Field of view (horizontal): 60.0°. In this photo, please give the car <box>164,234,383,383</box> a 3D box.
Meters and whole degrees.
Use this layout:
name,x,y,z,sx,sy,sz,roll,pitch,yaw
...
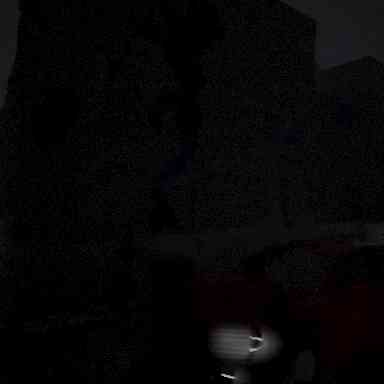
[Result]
name,x,y,z,sx,sy,sz,roll,pitch,yaw
car,1.955,1.483,5.178,5.008,1.535,1.882,0,0,-34
